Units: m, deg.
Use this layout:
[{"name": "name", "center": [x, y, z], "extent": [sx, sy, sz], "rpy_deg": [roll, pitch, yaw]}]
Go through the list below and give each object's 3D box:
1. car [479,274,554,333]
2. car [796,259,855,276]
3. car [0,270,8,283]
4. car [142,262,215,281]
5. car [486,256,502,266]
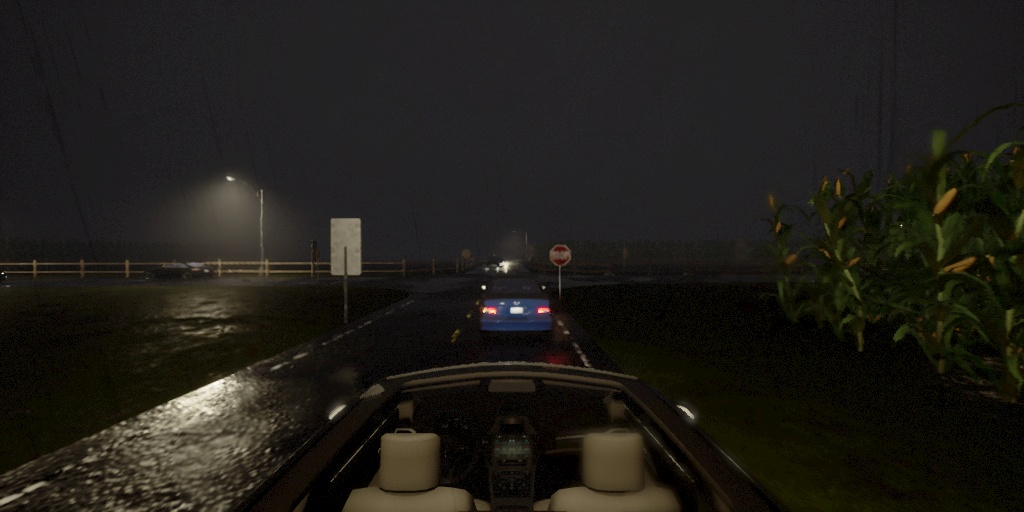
[{"name": "car", "center": [0.062, 1.217, 10.414], "extent": [2.033, 1.411, 5.357], "rpy_deg": [0, 1, -1]}, {"name": "car", "center": [26.896, 0.953, 30.671], "extent": [4.674, 1.442, 1.812], "rpy_deg": [0, 1, -7]}, {"name": "car", "center": [-36.588, 1.121, 23.656], "extent": [4.892, 1.490, 1.837], "rpy_deg": [0, 1, 0]}, {"name": "car", "center": [-24.710, 1.105, 26.658], "extent": [4.181, 1.385, 1.994], "rpy_deg": [0, 1, -1]}, {"name": "car", "center": [-2.845, 0.726, 53.756], "extent": [1.882, 1.535, 5.008], "rpy_deg": [0, 1, 0]}]
